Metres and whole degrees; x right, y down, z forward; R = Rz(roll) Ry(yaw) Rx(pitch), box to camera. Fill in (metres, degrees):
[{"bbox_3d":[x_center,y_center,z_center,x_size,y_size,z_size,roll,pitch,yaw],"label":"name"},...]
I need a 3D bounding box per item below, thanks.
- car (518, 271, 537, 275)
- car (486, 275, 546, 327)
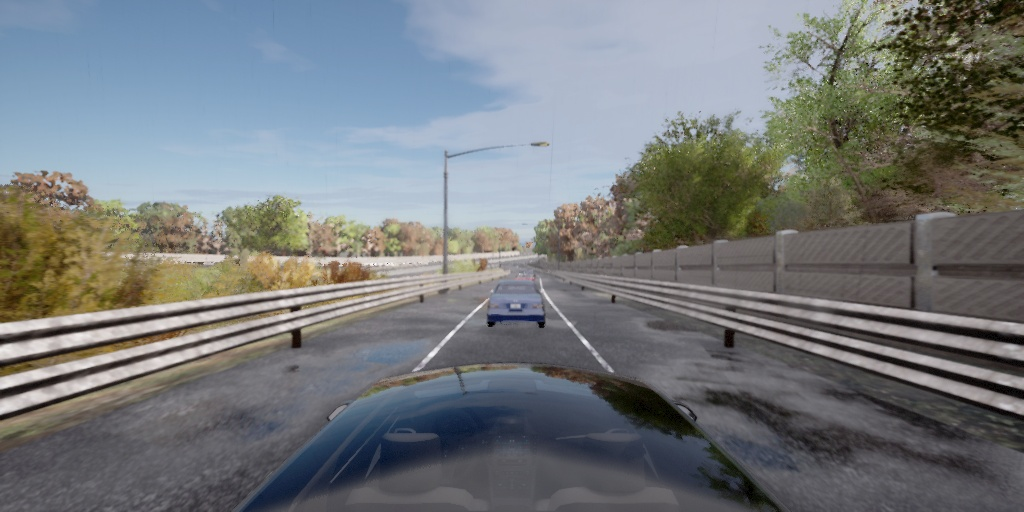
[{"bbox_3d":[1.255,2.336,34.395,1.895,1.301,4.718,0,-2,4],"label":"car"},{"bbox_3d":[0.164,1.538,12.594,2.033,1.411,5.357,0,-2,1],"label":"car"}]
